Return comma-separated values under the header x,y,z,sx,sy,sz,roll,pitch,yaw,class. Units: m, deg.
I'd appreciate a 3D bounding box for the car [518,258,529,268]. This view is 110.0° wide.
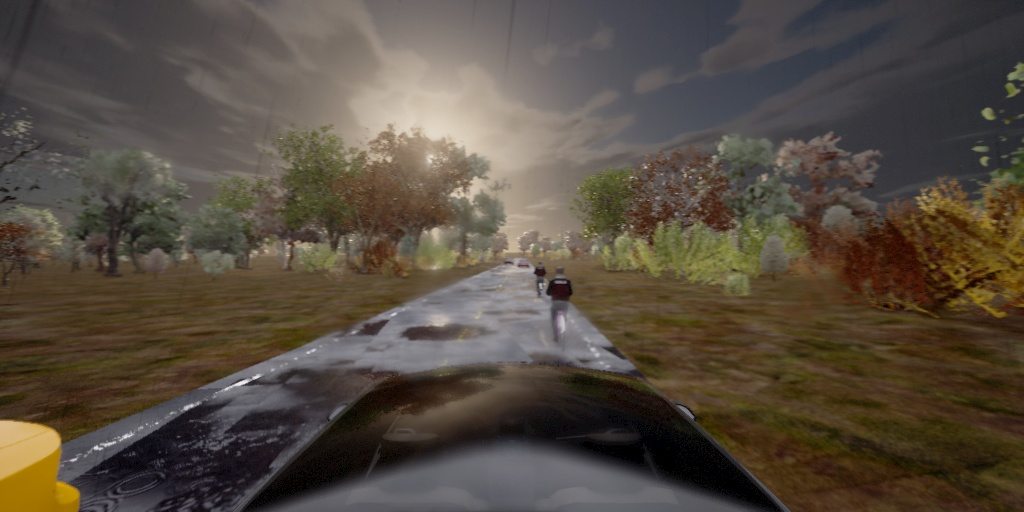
x,y,z,sx,sy,sz,roll,pitch,yaw,class
1.989,1.277,62.224,1.994,1.385,4.181,-1,0,2,car

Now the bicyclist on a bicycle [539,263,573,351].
x,y,z,sx,sy,sz,roll,pitch,yaw,class
1.062,1.112,8.075,0.659,1.776,1.843,-1,0,2,bicyclist on a bicycle

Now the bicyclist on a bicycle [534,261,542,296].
x,y,z,sx,sy,sz,roll,pitch,yaw,class
1.337,1.110,17.070,0.659,1.776,1.843,-1,0,2,bicyclist on a bicycle
